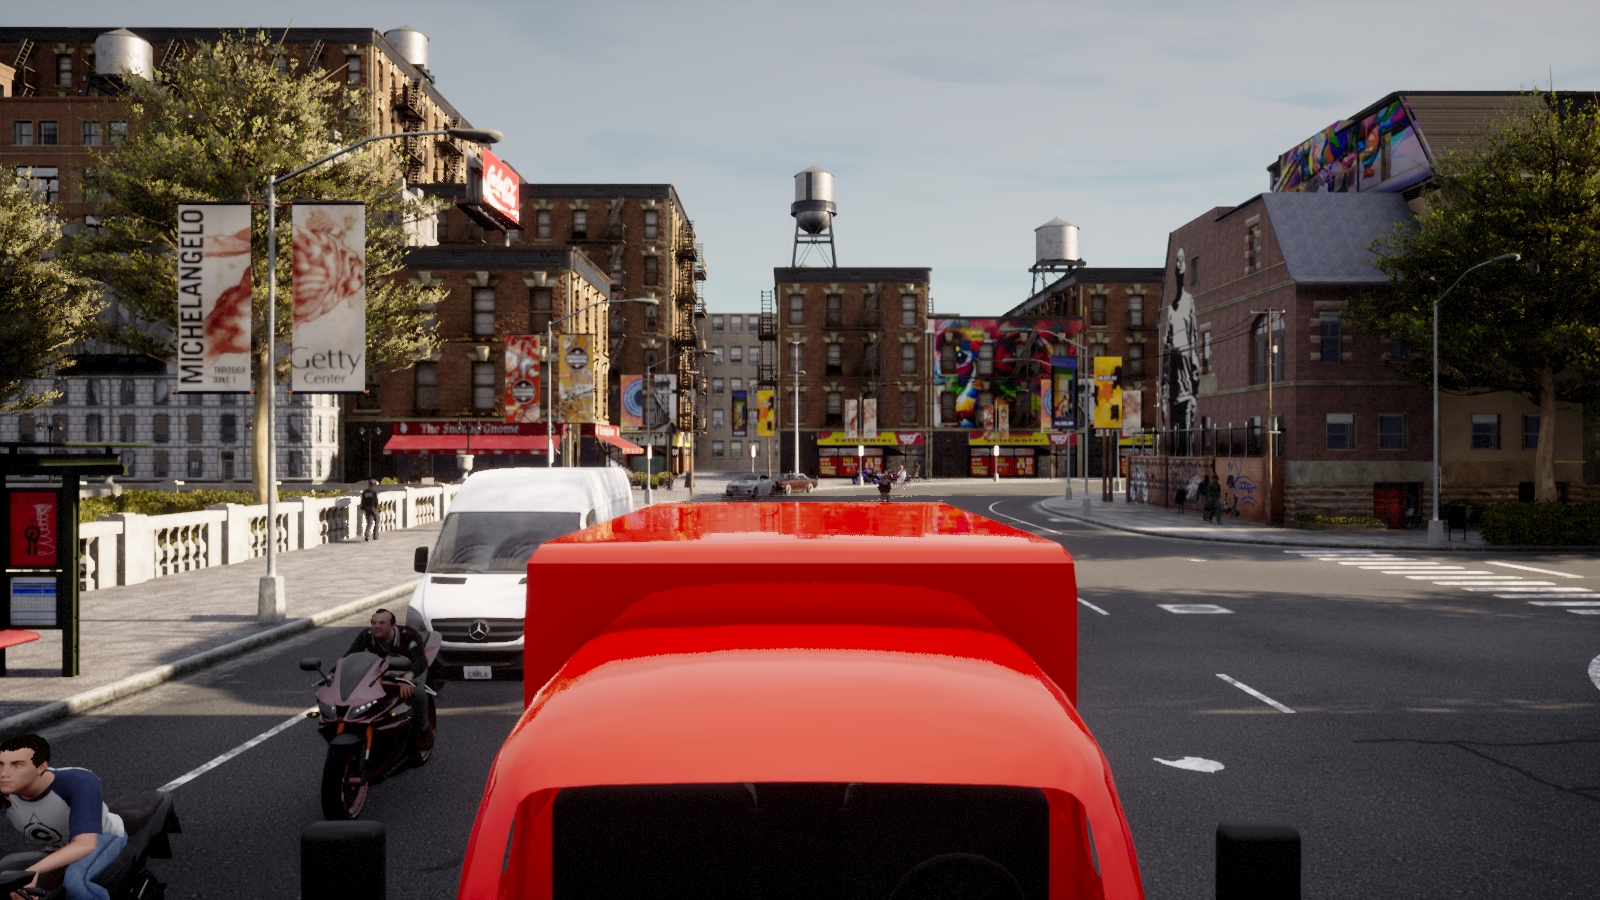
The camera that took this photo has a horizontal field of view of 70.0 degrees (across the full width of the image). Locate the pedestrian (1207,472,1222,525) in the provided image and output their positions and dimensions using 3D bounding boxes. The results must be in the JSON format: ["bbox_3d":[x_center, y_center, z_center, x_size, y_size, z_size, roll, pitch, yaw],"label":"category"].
[{"bbox_3d":[14.682,1.710,40.444,0.375,1.860,0.375,0,0,-2],"label":"pedestrian"}]

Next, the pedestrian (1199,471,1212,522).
[{"bbox_3d":[15.025,1.711,42.333,0.375,1.860,0.375,0,0,2],"label":"pedestrian"}]

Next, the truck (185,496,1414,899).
[{"bbox_3d":[-0.001,1.563,5.055,2.627,2.467,5.204,0,1,0],"label":"truck"}]

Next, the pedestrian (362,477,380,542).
[{"bbox_3d":[-12.371,1.708,32.940,0.375,1.860,0.375,0,0,3],"label":"pedestrian"}]

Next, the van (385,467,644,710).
[{"bbox_3d":[-3.490,1.541,15.316,1.988,2.561,5.915,0,0,0],"label":"van"}]

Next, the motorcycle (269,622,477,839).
[{"bbox_3d":[-3.423,2.209,9.434,0.867,1.251,2.209,0,0,1],"label":"motorcycle"}]
